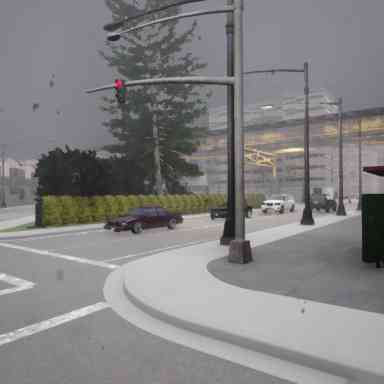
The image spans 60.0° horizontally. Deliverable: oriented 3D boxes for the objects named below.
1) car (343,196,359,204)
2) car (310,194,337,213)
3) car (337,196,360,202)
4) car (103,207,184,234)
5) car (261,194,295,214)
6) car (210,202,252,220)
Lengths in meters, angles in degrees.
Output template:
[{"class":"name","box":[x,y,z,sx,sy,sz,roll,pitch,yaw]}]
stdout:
[{"class":"car","box":[31.946,1.520,67.954,4.974,1.542,2.038,0,0,-29]},{"class":"car","box":[14.936,1.246,38.089,2.150,2.045,5.566,-1,0,35]},{"class":"car","box":[31.989,1.363,67.981,4.536,1.218,1.853,0,0,-29]},{"class":"car","box":[-2.697,1.601,20.031,2.033,1.411,5.357,-1,0,36]},{"class":"car","box":[9.729,1.280,37.140,2.150,2.045,5.566,-1,0,36]},{"class":"car","box":[3.425,1.534,28.477,1.882,1.535,5.008,-1,0,36]}]
